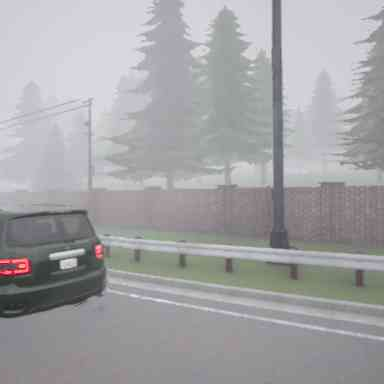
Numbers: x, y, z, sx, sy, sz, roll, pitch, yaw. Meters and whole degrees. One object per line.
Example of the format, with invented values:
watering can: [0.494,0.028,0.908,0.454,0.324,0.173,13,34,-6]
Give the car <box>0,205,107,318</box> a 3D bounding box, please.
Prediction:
car: [-4.192,1.294,6.983,5.566,2.045,2.150,-1,-1,36]
